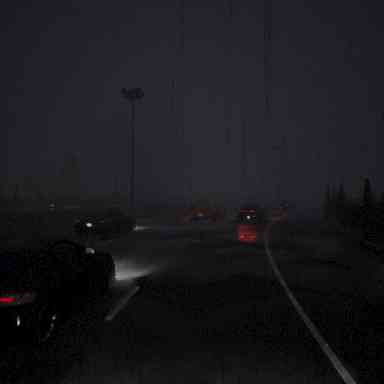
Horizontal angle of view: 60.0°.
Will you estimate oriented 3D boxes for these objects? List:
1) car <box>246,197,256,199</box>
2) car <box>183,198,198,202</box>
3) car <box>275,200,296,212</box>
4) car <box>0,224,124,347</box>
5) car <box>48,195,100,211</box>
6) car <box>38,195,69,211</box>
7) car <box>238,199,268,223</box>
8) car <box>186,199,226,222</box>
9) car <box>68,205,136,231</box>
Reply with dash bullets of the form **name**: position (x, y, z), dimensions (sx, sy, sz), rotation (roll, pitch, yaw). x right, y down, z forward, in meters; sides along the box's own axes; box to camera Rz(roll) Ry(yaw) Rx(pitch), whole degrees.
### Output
- **car**: position (11.396, 1.831, 65.005), dimensions (1.882, 1.535, 5.008), rotation (0, -1, 42)
- **car**: position (1.048, 1.649, 35.876), dimensions (1.812, 1.442, 4.674), rotation (0, 0, 23)
- **car**: position (11.555, 1.683, 41.145), dimensions (1.812, 1.442, 4.674), rotation (0, -1, 29)
- **car**: position (-2.945, 1.565, 6.373), dimensions (1.994, 1.385, 4.181), rotation (0, 0, 5)
- **car**: position (-9.479, 1.423, 28.160), dimensions (2.097, 1.767, 4.553), rotation (0, 0, 18)
- **car**: position (-14.076, 1.334, 36.382), dimensions (2.150, 2.045, 5.566), rotation (0, 0, 21)
- **car**: position (4.893, 1.583, 26.555), dimensions (1.837, 1.490, 4.892), rotation (0, 0, 19)
- **car**: position (1.398, 1.555, 27.165), dimensions (1.882, 1.535, 5.008), rotation (0, 0, 18)
- **car**: position (-4.662, 1.597, 18.353), dimensions (1.994, 1.385, 4.181), rotation (0, 0, 12)
